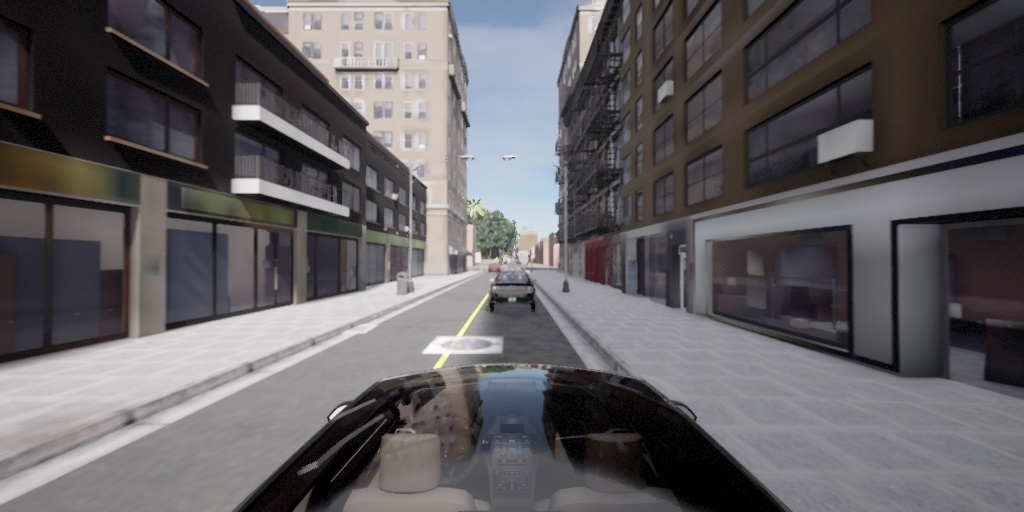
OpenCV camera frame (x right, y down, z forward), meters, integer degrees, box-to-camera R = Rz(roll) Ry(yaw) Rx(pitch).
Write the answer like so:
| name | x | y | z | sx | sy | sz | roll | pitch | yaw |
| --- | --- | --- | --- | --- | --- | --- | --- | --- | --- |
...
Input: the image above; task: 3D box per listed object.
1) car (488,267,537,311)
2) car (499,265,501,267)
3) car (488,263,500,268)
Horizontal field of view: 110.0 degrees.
| name | x | y | z | sx | sy | sz | roll | pitch | yaw |
| --- | --- | --- | --- | --- | --- | --- | --- | --- | --- |
| car | 0.028 | 1.385 | 15.345 | 2.128 | 1.511 | 4.902 | 0 | 0 | 0 |
| car | 0.033 | 1.652 | 30.092 | 1.895 | 1.301 | 4.718 | 0 | -1 | 0 |
| car | -2.748 | 1.829 | 56.662 | 1.882 | 1.535 | 5.008 | 0 | -1 | 1 |
